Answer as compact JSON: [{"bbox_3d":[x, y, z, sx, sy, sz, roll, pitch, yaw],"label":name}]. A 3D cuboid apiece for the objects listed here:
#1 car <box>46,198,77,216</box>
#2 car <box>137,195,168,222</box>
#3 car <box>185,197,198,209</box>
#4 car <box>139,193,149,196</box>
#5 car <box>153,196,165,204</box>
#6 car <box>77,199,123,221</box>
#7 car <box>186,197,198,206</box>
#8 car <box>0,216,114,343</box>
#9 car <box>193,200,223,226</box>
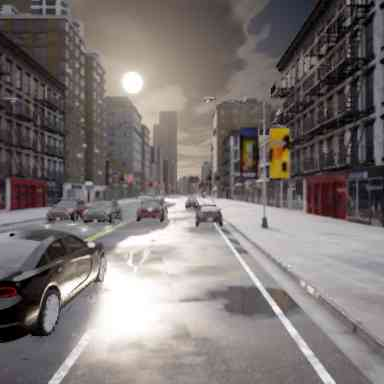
[{"bbox_3d":[-9.842,1.376,26.662,2.097,1.767,4.553,0,0,0],"label":"car"},{"bbox_3d":[-3.145,1.376,27.094,2.097,1.767,4.553,0,0,0],"label":"car"},{"bbox_3d":[0.031,1.634,45.197,1.895,1.301,4.718,0,0,0],"label":"car"},{"bbox_3d":[-9.740,1.267,67.303,2.150,2.045,5.566,0,0,0],"label":"car"},{"bbox_3d":[-6.502,1.572,65.488,1.812,1.442,4.674,0,0,0],"label":"car"},{"bbox_3d":[-6.593,1.375,24.939,2.097,1.767,4.553,0,0,0],"label":"car"},{"bbox_3d":[0.010,1.586,57.515,2.033,1.411,5.357,0,0,0],"label":"car"},{"bbox_3d":[-3.149,1.484,6.660,1.882,1.535,5.008,0,0,0],"label":"car"},{"bbox_3d":[1.141,1.547,23.308,1.812,1.442,4.674,0,0,0],"label":"car"}]
